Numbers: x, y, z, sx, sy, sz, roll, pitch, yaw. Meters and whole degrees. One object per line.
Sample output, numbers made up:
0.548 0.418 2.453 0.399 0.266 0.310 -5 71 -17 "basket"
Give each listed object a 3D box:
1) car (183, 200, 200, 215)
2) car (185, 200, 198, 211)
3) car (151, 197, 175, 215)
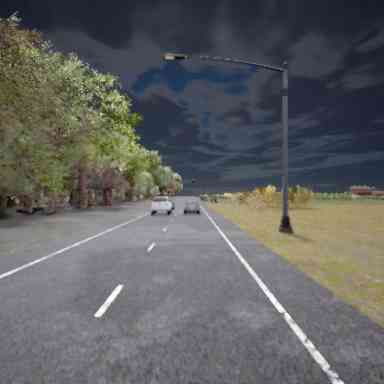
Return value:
-0.014 1.903 39.331 1.994 1.385 4.181 0 0 0 "car"
-0.015 1.933 49.822 1.837 1.490 4.892 0 0 0 "car"
-3.514 1.558 38.979 2.150 2.045 5.566 0 0 0 "car"
